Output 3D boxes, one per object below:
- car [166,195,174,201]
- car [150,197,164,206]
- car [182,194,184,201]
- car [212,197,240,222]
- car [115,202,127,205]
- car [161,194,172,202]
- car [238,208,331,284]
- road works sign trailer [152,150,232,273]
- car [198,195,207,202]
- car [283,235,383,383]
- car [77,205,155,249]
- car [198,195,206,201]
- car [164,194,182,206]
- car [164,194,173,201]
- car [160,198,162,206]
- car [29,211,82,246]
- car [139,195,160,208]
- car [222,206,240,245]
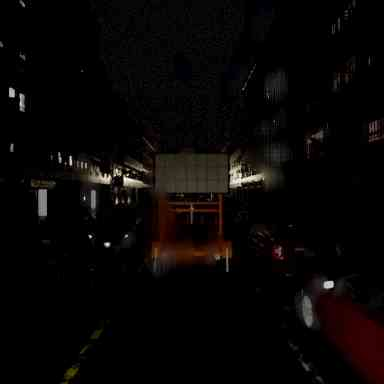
[{"bbox_3d":[-5.788,1.516,88.444,1.887,1.381,4.507,0,0,0],"label":"car"},{"bbox_3d":[-5.751,1.570,54.626,1.802,1.307,4.206,0,0,0],"label":"car"},{"bbox_3d":[-3.095,1.198,83.185,2.150,2.045,5.566,0,0,0],"label":"car"},{"bbox_3d":[2.664,1.312,26.449,2.192,1.841,5.009,0,0,0],"label":"car"},{"bbox_3d":[-5.718,1.523,26.272,1.752,1.417,4.829,0,0,0],"label":"car"},{"bbox_3d":[-5.775,1.293,77.171,2.192,1.841,5.009,0,0,0],"label":"car"},{"bbox_3d":[2.682,1.440,9.540,1.967,1.590,4.097,0,0,0],"label":"car"},{"bbox_3d":[-0.011,0.464,10.669,2.380,3.560,2.880,0,0,0],"label":"road works sign trailer"},{"bbox_3d":[2.604,1.503,77.346,1.752,1.417,4.829,0,0,0],"label":"car"},{"bbox_3d":[2.689,1.545,3.903,1.887,1.381,4.507,0,0,0],"label":"car"},{"bbox_3d":[-3.116,1.547,14.901,2.033,1.411,5.357,0,0,0],"label":"car"},{"bbox_3d":[2.592,1.516,88.449,1.887,1.381,4.507,0,0,0],"label":"car"},{"bbox_3d":[-3.152,1.466,54.387,1.882,1.535,5.008,0,0,0],"label":"car"},{"bbox_3d":[-5.782,1.415,82.806,1.967,1.590,4.097,0,0,0],"label":"car"},{"bbox_3d":[-5.743,1.305,48.989,2.192,1.841,5.009,0,0,0],"label":"car"},{"bbox_3d":[-5.705,1.565,15.169,1.947,1.339,4.313,0,0,0],"label":"car"},{"bbox_3d":[-5.737,1.432,43.353,1.967,1.590,4.097,0,0,0],"label":"car"},{"bbox_3d":[2.676,1.550,15.176,2.008,1.369,4.403,0,0,0],"label":"car"}]
